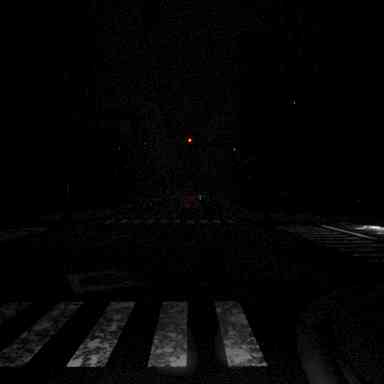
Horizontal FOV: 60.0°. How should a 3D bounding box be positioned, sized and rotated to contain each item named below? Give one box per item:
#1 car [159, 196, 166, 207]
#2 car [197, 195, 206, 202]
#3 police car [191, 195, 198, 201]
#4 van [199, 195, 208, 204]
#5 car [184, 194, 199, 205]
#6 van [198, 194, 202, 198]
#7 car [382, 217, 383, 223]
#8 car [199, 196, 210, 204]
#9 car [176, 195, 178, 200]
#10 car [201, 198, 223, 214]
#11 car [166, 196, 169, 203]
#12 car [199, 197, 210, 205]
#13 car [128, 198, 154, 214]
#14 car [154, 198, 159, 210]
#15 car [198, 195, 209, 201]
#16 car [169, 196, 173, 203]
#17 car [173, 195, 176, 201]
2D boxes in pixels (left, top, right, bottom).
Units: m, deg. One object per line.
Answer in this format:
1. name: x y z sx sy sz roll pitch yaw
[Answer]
1. car: -5.651 1.653 52.638 1.802 1.307 4.206 0 0 0
2. car: 2.426 1.600 85.690 1.967 1.590 4.097 0 0 0
3. police car: 0.621 1.599 90.173 1.930 1.638 5.238 0 0 0
4. van: 2.400 1.453 69.158 1.690 1.788 3.998 0 0 0
5. car: -0.147 1.574 63.347 1.882 1.535 5.008 0 0 0
6. van: 2.382 1.424 58.136 1.690 1.788 3.998 0 0 0
7. car: 14.199 1.511 20.610 4.181 1.385 1.994 0 0 0
8. car: 2.365 1.641 47.115 1.802 1.307 4.206 0 0 0
9. car: -5.590 1.721 91.213 1.887 1.381 4.507 0 0 0
10. car: 2.348 1.606 36.092 1.947 1.339 4.313 0 0 0
11. car: -5.642 1.634 58.148 2.008 1.369 4.403 0 0 0
12. car: 2.391 1.647 63.647 2.008 1.369 4.403 0 0 0
13. car: -5.677 1.480 36.106 1.967 1.590 4.097 0 0 0
14. car: -5.668 1.490 41.617 1.967 1.590 4.097 0 0 0
15. car: 2.374 1.637 52.626 1.947 1.339 4.313 0 0 0
16. car: -5.625 1.552 69.170 1.967 1.590 4.097 0 0 0
17. car: -5.608 1.694 80.191 2.008 1.369 4.403 0 0 0
